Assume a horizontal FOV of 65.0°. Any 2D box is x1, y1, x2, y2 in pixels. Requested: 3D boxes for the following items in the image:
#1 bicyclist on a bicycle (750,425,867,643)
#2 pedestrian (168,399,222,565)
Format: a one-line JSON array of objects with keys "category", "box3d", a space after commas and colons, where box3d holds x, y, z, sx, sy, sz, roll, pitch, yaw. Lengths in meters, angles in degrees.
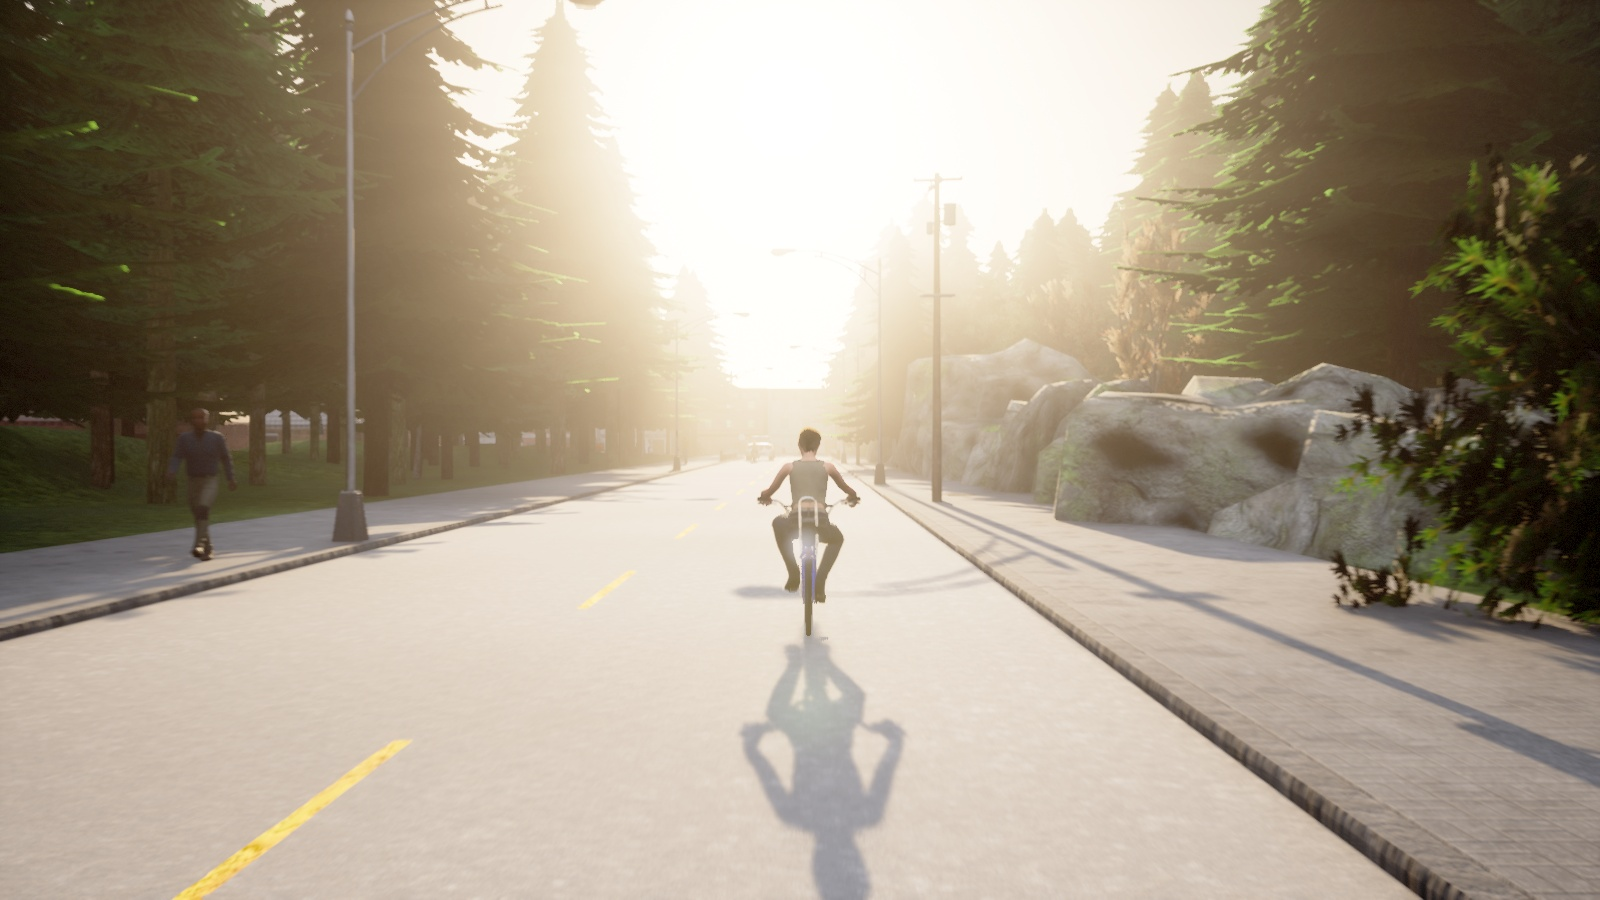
[{"category": "bicyclist on a bicycle", "box3d": [0.070, 0.614, 10.047, 0.866, 1.612, 1.509, 0, 0, 1]}, {"category": "pedestrian", "box3d": [-6.890, 0.353, 14.317, 0.370, 1.835, 0.726, 0, 0, -9]}]
